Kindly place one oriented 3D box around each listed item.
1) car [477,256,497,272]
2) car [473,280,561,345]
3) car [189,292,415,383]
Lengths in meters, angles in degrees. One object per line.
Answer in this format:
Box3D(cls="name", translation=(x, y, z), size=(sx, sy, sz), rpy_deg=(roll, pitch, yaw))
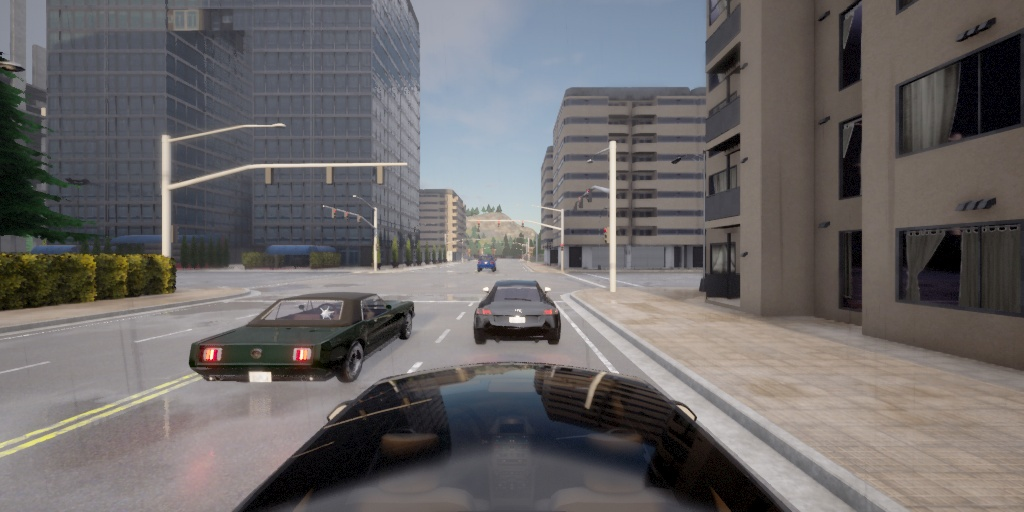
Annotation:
Box3D(cls="car", translation=(-3.211, 0.971, 46.305), size=(2.150, 2.045, 5.566), rpy_deg=(0, 0, 0))
Box3D(cls="car", translation=(0.130, 1.314, 9.545), size=(1.994, 1.385, 4.181), rpy_deg=(0, 0, 1))
Box3D(cls="car", translation=(-3.381, 1.351, 7.067), size=(1.895, 1.301, 4.718), rpy_deg=(0, 0, 0))
